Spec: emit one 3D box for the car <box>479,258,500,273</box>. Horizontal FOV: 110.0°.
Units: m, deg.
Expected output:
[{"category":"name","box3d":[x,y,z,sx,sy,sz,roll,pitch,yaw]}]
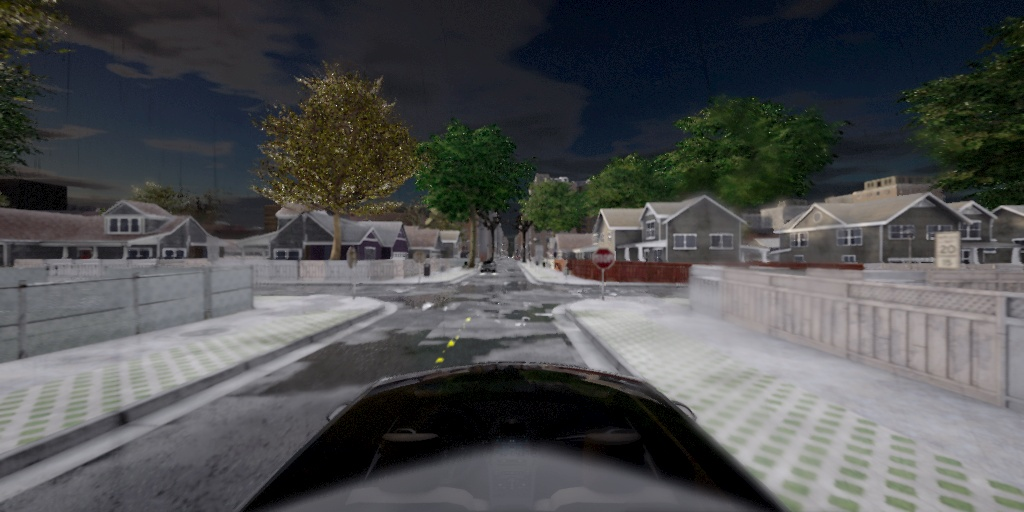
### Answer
[{"category":"car","box3d":[-2.741,1.288,42.495,1.837,1.490,4.892,0,2,0]}]
